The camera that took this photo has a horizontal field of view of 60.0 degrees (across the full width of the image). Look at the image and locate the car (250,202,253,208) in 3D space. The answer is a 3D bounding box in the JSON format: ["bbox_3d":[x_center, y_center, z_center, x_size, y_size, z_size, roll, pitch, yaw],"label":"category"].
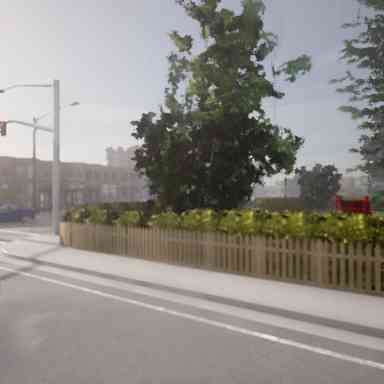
[{"bbox_3d":[7.644,1.641,49.513,1.837,1.490,4.892,0,0,36],"label":"car"}]

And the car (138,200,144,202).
[{"bbox_3d":[-5.299,1.637,37.568,1.882,1.535,5.008,0,0,36],"label":"car"}]

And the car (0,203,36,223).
[{"bbox_3d":[-14.297,1.636,24.815,1.882,1.535,5.008,0,0,35],"label":"car"}]
